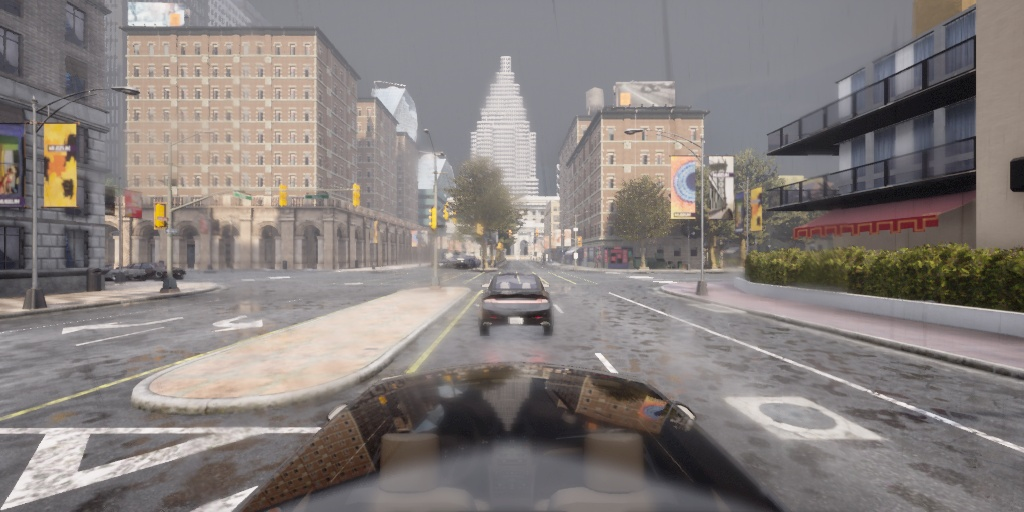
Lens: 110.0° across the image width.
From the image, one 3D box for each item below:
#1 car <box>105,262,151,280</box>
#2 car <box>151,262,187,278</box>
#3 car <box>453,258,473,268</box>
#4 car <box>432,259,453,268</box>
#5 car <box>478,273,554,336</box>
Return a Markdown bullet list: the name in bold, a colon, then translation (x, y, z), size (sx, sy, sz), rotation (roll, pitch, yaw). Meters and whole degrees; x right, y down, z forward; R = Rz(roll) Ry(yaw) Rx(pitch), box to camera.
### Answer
- **car**: translation (-33.818, 1.351, 30.066), size (4.718, 1.301, 1.895), rotation (0, 0, 0)
- **car**: translation (-33.841, 1.297, 33.564), size (5.357, 1.411, 2.033), rotation (0, 0, 0)
- **car**: translation (-8.010, 1.351, 59.125), size (1.895, 1.301, 4.718), rotation (0, 0, 0)
- **car**: translation (-11.499, 1.241, 60.573), size (2.128, 1.511, 4.902), rotation (0, 0, 0)
- **car**: translation (0.108, 1.241, 10.437), size (2.128, 1.511, 4.902), rotation (0, 0, 0)
